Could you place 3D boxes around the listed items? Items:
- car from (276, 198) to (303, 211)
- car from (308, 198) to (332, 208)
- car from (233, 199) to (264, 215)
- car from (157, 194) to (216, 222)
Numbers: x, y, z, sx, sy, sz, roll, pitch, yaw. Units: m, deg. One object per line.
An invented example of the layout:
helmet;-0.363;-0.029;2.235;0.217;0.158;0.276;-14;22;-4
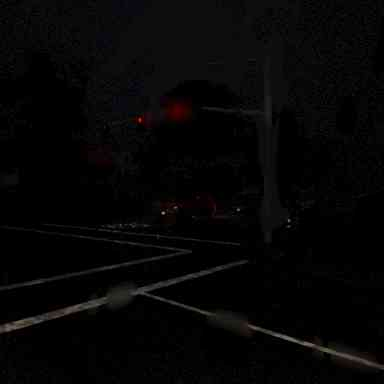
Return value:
car;12.262;1.526;41.513;1.812;1.442;4.674;0;0;41
car;18.891;1.601;49.123;1.895;1.301;4.718;0;0;41
car;6.165;1.491;34.491;2.128;1.511;4.902;0;0;41
car;-0.342;1.221;27.004;2.150;2.045;5.566;0;0;41
